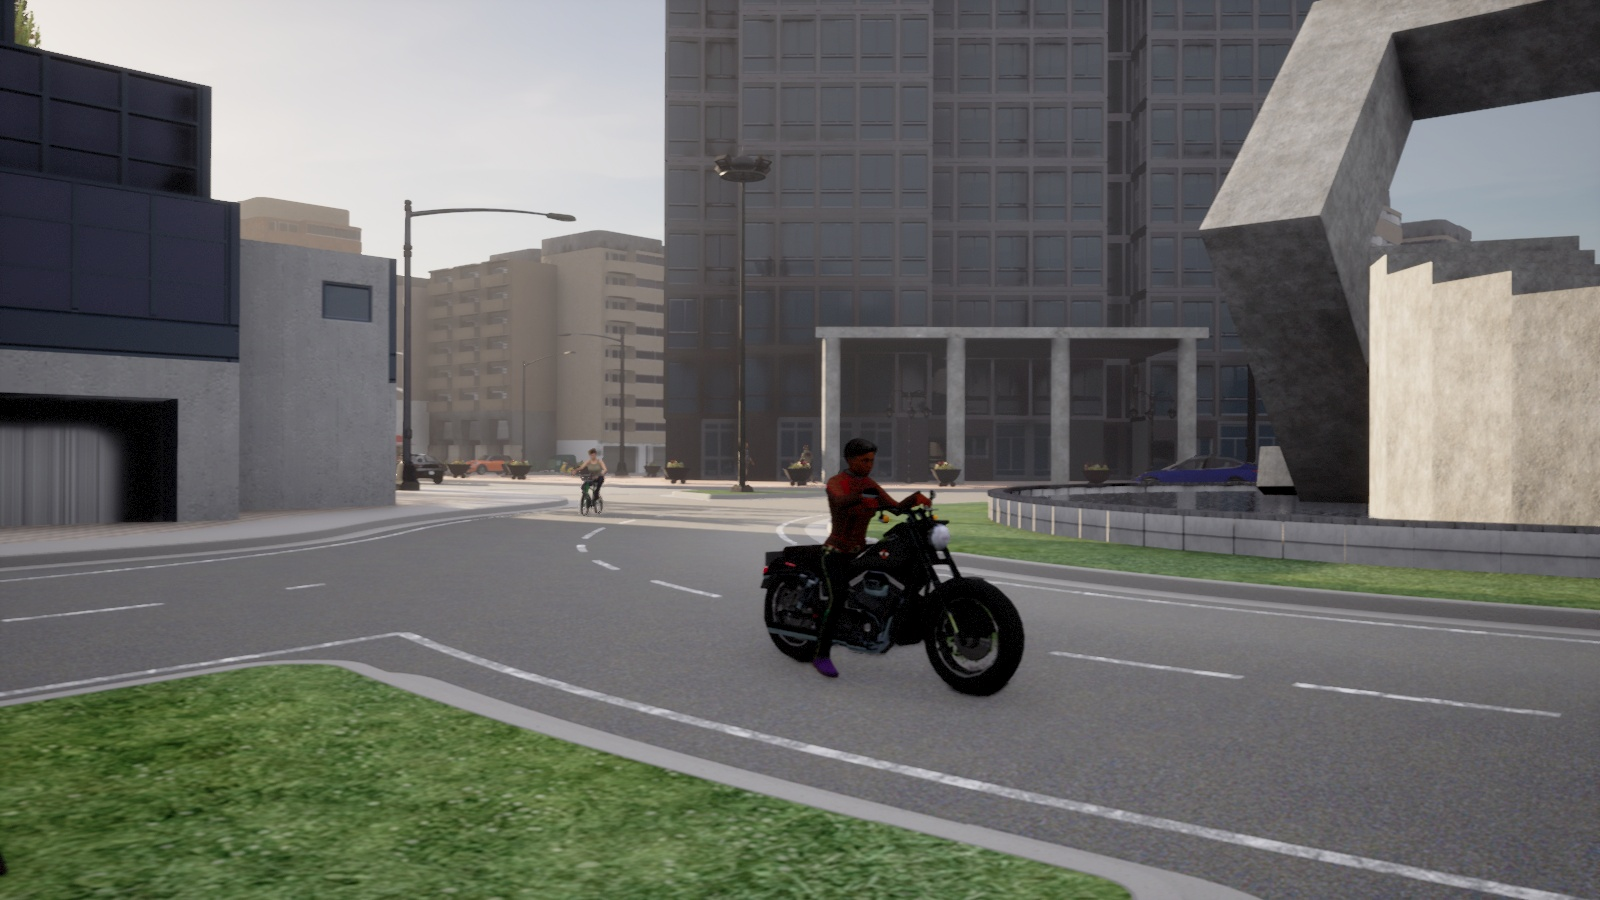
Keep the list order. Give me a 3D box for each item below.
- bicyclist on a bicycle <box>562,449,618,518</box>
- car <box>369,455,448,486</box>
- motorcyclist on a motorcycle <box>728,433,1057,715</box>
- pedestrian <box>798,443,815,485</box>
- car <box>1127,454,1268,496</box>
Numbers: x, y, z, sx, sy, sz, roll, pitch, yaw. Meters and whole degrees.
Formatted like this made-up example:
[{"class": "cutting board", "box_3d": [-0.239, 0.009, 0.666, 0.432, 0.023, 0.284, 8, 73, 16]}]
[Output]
[{"class": "bicyclist on a bicycle", "box_3d": [-5.035, 0.792, 30.188, 0.866, 1.612, 1.509, 0, 0, 10]}, {"class": "car", "box_3d": [-19.132, 0.985, 61.308, 4.193, 1.474, 1.816, 0, 0, 42]}, {"class": "motorcyclist on a motorcycle", "box_3d": [0.541, 0.725, 8.477, 0.766, 1.649, 2.350, 0, 0, -41]}, {"class": "pedestrian", "box_3d": [0.294, 0.627, 57.597, 0.692, 1.930, 0.396, 0, 0, 44]}, {"class": "car", "box_3d": [14.798, 0.912, 46.738, 4.792, 1.488, 2.163, 0, 0, 24]}]
